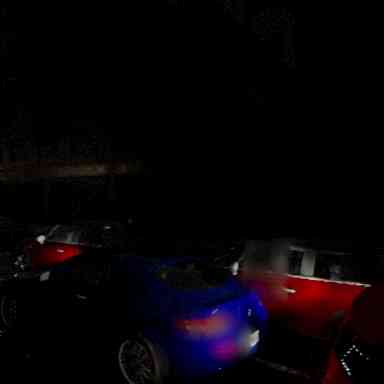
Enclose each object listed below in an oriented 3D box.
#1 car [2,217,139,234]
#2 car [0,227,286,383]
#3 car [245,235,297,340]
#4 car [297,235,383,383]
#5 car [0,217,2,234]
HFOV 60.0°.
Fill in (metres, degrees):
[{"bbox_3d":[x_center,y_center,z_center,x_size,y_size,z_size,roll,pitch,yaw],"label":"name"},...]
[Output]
[{"bbox_3d":[-3.045,1.462,8.956,4.097,1.590,1.967,0,0,36],"label":"car"},{"bbox_3d":[-1.168,1.540,5.199,4.674,1.442,1.812,0,0,36],"label":"car"},{"bbox_3d":[1.443,1.456,5.736,4.097,1.590,1.967,0,0,36],"label":"car"},{"bbox_3d":[3.683,1.230,1.721,5.566,2.045,2.150,0,0,36],"label":"car"},{"bbox_3d":[-7.533,1.578,12.175,4.403,1.369,2.008,0,0,36],"label":"car"}]
